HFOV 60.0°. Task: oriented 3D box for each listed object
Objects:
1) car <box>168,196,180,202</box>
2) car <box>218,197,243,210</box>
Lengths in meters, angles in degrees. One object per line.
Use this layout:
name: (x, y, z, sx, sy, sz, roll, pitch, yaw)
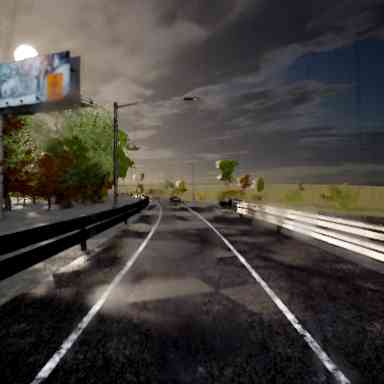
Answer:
car: (-3.961, 1.521, 74.372, 1.994, 1.385, 4.181, 0, 0, -16)
car: (4.876, 1.413, 42.513, 2.128, 1.511, 4.902, 0, 0, -16)
